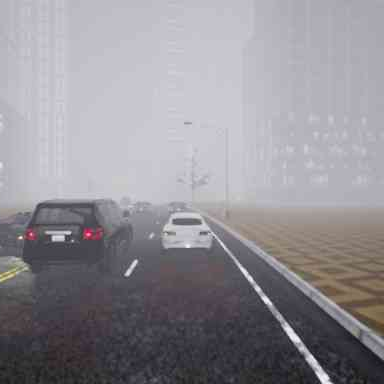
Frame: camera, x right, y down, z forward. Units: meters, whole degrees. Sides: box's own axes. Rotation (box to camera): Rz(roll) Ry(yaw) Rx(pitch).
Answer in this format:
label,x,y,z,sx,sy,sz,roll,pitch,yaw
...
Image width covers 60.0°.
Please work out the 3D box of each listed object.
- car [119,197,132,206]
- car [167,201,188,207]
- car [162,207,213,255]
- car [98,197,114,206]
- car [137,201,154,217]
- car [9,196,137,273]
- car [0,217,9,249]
label,x,y,z,sx,sy,sz,roll,pitch,yaw
car,-10.994,1.529,55.365,1.837,1.490,4.892,0,0,-8
car,-1.350,1.556,31.156,2.033,1.411,5.357,0,0,-5
car,-0.227,1.530,13.312,1.812,1.442,4.674,0,0,-2
car,-14.295,1.576,55.580,2.033,1.411,5.357,0,0,-8
car,-4.607,1.559,31.264,2.033,1.411,5.357,0,0,-5
car,-3.375,1.228,10.873,2.150,2.045,5.566,0,0,-2
car,-6.954,1.559,14.352,2.033,1.411,5.357,0,0,-2
